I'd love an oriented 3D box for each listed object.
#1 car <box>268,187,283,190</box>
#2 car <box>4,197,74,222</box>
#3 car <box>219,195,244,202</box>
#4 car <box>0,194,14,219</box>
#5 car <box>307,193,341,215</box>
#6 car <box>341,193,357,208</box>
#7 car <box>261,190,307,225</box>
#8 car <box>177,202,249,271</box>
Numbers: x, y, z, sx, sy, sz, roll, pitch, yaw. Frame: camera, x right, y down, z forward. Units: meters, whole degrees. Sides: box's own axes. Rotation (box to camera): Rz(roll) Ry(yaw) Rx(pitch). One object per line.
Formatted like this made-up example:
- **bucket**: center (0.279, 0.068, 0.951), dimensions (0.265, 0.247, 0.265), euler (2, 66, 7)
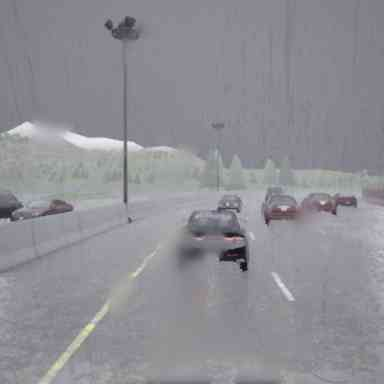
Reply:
- **car**: center (10.514, 0.411, 41.571), dimensions (2.150, 2.045, 5.566), euler (0, 1, 18)
- **car**: center (-8.948, 1.143, 20.408), dimensions (1.812, 1.442, 4.674), euler (0, 1, 8)
- **car**: center (3.345, 0.986, 28.536), dimensions (2.033, 1.411, 5.357), euler (0, 1, 12)
- **car**: center (-12.491, 0.926, 20.317), dimensions (2.097, 1.767, 4.553), euler (0, 1, 8)
- **car**: center (10.238, 0.831, 27.034), dimensions (2.097, 1.767, 4.553), euler (0, 1, 12)
- **car**: center (15.656, 0.820, 34.405), dimensions (1.882, 1.535, 5.008), euler (0, 1, 16)
- **car**: center (5.500, 0.947, 20.804), dimensions (2.097, 1.767, 4.553), euler (0, 1, 9)
- **car**: center (0.673, 1.287, 10.229), dimensions (2.128, 1.511, 4.902), euler (0, 1, 5)
